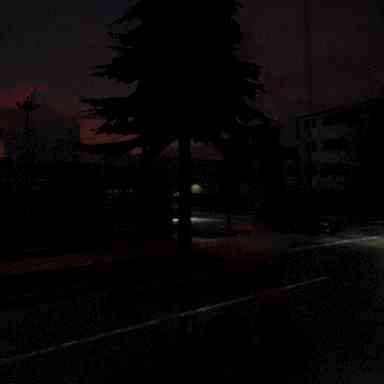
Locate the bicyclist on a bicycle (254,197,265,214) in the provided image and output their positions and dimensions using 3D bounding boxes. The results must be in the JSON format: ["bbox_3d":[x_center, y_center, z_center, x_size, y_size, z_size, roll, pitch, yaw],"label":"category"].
[{"bbox_3d":[6.696,1.325,32.935,1.656,1.620,0.582,0,0,-35],"label":"bicyclist on a bicycle"}]

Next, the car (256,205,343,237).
[{"bbox_3d":[5.899,1.501,18.719,1.882,1.535,5.008,0,0,-38],"label":"car"}]

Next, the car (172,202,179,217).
[{"bbox_3d":[-2.009,1.587,29.728,1.994,1.385,4.181,0,0,-35],"label":"car"}]
